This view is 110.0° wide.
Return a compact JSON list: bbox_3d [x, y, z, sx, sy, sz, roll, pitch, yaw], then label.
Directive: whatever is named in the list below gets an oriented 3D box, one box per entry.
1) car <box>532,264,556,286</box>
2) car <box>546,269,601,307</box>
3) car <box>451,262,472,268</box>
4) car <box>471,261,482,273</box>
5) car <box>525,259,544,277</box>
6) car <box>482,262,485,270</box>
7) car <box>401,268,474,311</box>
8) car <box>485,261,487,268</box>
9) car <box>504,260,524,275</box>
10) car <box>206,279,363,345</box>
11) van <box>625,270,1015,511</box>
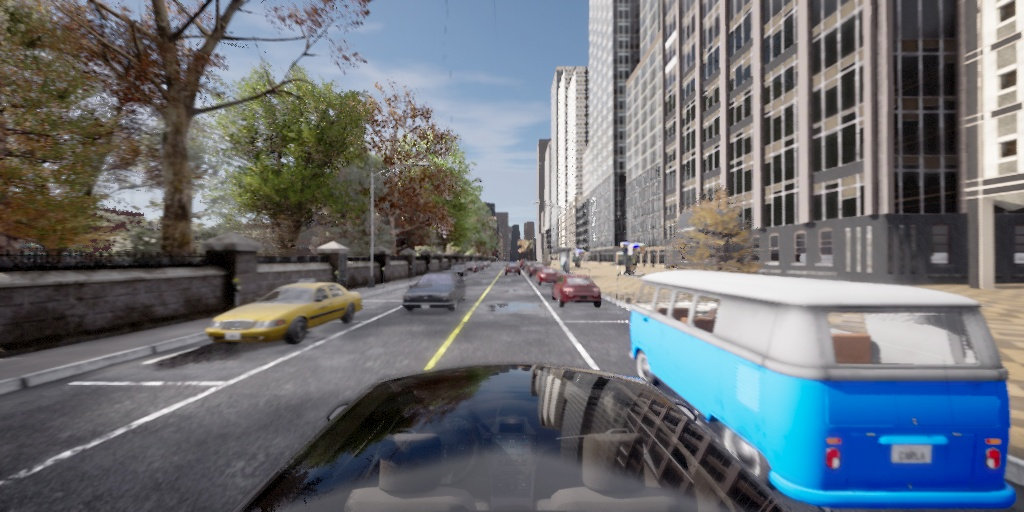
[{"bbox_3d":[2.685,1.477,26.785,1.802,1.307,4.207,0,0,0],"label":"car"},{"bbox_3d":[2.686,1.410,15.520,1.802,1.307,4.207,0,0,0],"label":"car"},{"bbox_3d":[-5.697,1.528,38.048,1.948,1.339,4.313,0,0,0],"label":"car"},{"bbox_3d":[-5.700,1.476,49.311,1.967,1.591,4.097,0,0,0],"label":"car"},{"bbox_3d":[2.683,1.402,38.050,1.967,1.591,4.097,0,0,0],"label":"car"},{"bbox_3d":[-5.701,1.643,54.942,1.948,1.339,4.313,0,0,0],"label":"car"},{"bbox_3d":[-3.003,1.394,15.123,2.033,1.411,5.357,0,0,0],"label":"car"},{"bbox_3d":[-5.701,1.558,60.575,1.967,1.591,4.097,0,0,0],"label":"car"},{"bbox_3d":[0.094,1.519,42.905,1.812,1.442,4.674,0,0,-1],"label":"car"},{"bbox_3d":[-5.693,1.321,9.718,1.751,1.417,4.829,0,0,0],"label":"car"},{"bbox_3d":[2.688,1.105,4.258,1.690,1.789,3.998,0,0,0],"label":"van"}]
